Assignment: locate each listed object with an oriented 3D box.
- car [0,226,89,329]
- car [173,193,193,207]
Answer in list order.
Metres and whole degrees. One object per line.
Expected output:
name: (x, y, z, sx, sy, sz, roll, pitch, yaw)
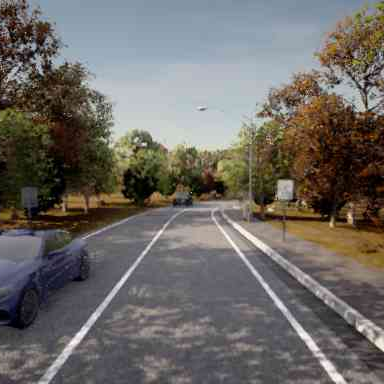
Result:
car: (-3.594, 1.519, 7.068, 1.812, 1.442, 4.674, 0, 0, 0)
car: (-1.307, 1.149, 49.491, 2.150, 2.045, 5.566, 1, 0, 10)
